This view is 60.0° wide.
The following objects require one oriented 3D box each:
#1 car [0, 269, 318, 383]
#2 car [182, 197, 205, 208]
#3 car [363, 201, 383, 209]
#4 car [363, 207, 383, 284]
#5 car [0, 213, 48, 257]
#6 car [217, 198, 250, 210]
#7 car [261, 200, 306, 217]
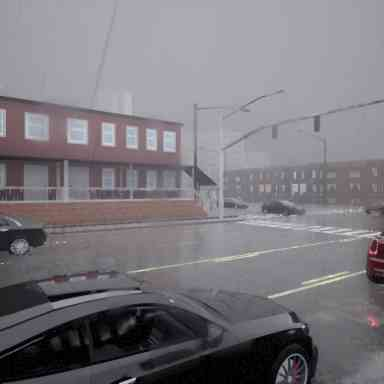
[{"bbox_3d":[-0.770,1.526,3.205,4.674,1.442,1.812,0,0,-35],"label":"car"},{"bbox_3d":[-0.247,1.489,44.476,2.128,1.511,4.902,0,0,-35],"label":"car"},{"bbox_3d":[17.898,1.477,29.257,5.008,1.535,1.882,0,1,29],"label":"car"},{"bbox_3d":[6.428,1.352,8.392,4.553,1.767,2.097,0,0,-35],"label":"car"},{"bbox_3d":[-7.625,1.505,11.445,4.892,1.490,1.837,0,0,-36],"label":"car"},{"bbox_3d":[5.251,1.504,42.808,1.837,1.490,4.892,0,0,-36],"label":"car"},{"bbox_3d":[8.501,1.505,31.194,1.837,1.490,4.892,1,0,-26],"label":"car"}]
